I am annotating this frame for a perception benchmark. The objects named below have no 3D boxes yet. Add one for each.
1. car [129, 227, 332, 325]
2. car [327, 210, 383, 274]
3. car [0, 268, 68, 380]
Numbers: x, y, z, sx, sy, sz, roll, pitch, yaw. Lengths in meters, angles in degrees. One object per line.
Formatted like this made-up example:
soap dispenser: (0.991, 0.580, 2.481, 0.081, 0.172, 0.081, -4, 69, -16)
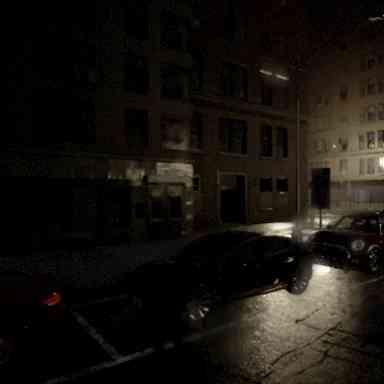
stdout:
car: (0.814, 1.548, 7.111, 4.313, 1.339, 1.947, 0, 0, -35)
car: (5.314, 1.399, 10.316, 4.097, 1.590, 1.967, 0, 0, -35)
car: (-3.685, 1.586, 3.905, 4.206, 1.307, 1.802, 0, 0, -35)
